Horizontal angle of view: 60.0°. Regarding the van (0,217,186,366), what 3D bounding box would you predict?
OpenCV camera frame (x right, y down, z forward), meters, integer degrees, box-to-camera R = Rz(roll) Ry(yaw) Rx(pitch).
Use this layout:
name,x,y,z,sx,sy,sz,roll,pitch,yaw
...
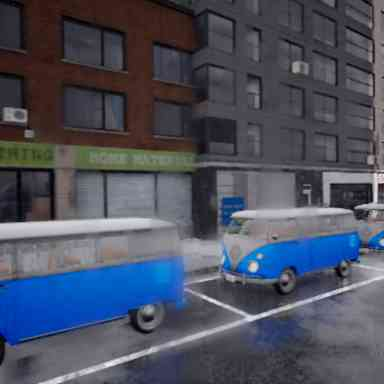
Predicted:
name,x,y,z,sx,sy,sz,roll,pitch,yaw
van,-2.013,1.336,5.109,3.998,1.788,1.690,0,0,-35

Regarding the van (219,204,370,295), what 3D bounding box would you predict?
name,x,y,z,sx,sy,sz,roll,pitch,yaw
van,2.535,1.310,8.353,3.998,1.788,1.690,0,0,-35

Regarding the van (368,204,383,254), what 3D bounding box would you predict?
name,x,y,z,sx,sy,sz,roll,pitch,yaw
van,7.083,1.285,11.596,3.998,1.788,1.690,0,0,-35
